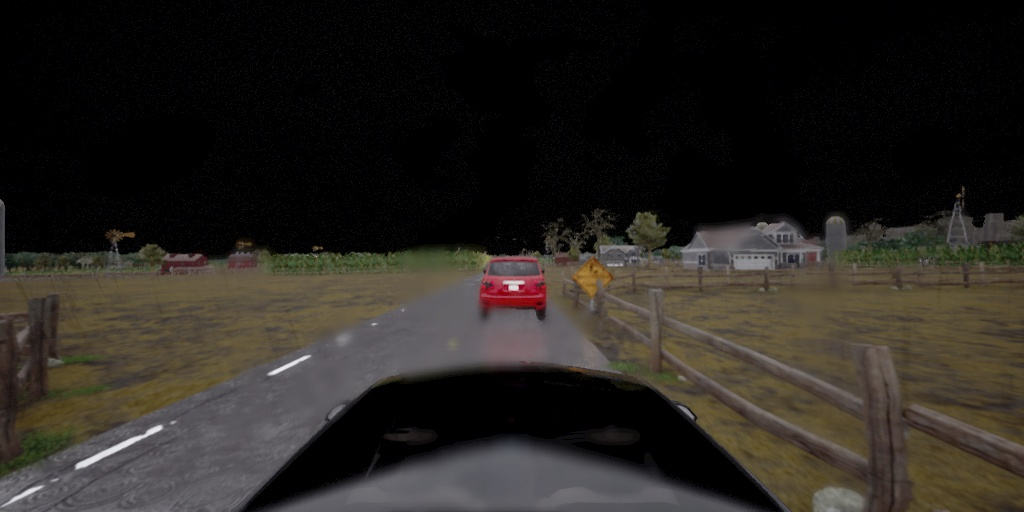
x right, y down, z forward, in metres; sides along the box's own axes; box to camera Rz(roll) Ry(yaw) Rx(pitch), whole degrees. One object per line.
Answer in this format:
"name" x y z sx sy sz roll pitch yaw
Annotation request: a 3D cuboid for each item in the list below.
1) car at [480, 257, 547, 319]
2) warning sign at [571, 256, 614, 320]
"car" 0.070 1.055 13.407 2.150 2.045 5.566 0 0 0
"warning sign" 2.452 0.926 10.901 1.300 1.860 1.060 0 0 0
